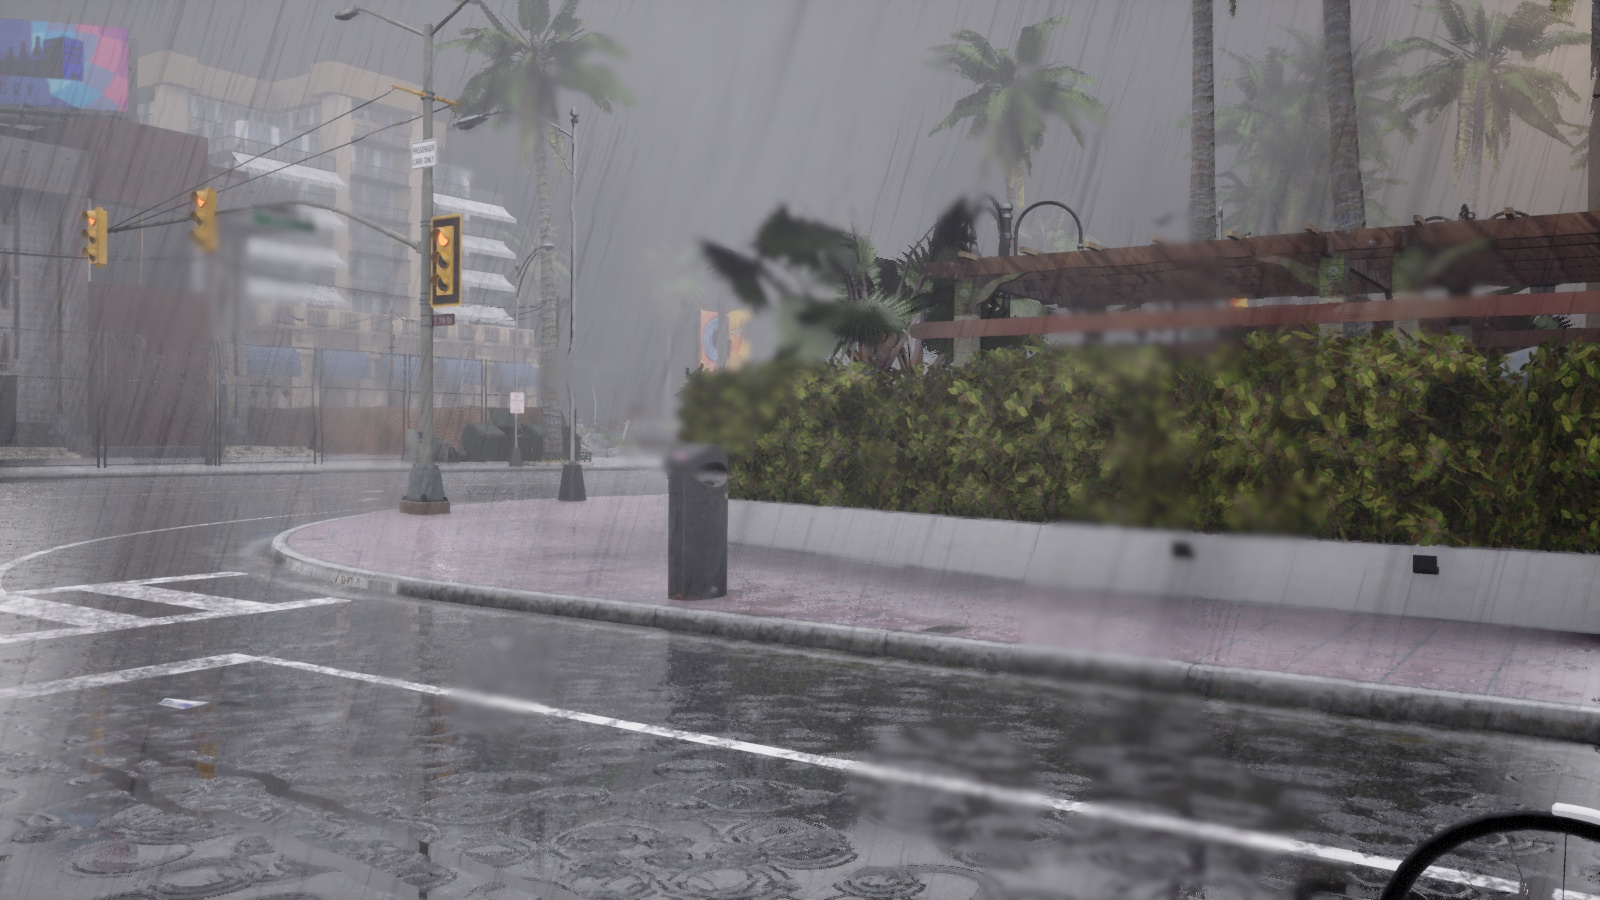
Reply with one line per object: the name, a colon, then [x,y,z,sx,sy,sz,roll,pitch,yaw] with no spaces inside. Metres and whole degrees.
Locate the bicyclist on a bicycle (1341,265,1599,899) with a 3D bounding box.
bicyclist on a bicycle: [2.029,0.553,2.267,1.843,1.776,0.659,0,1,34]
